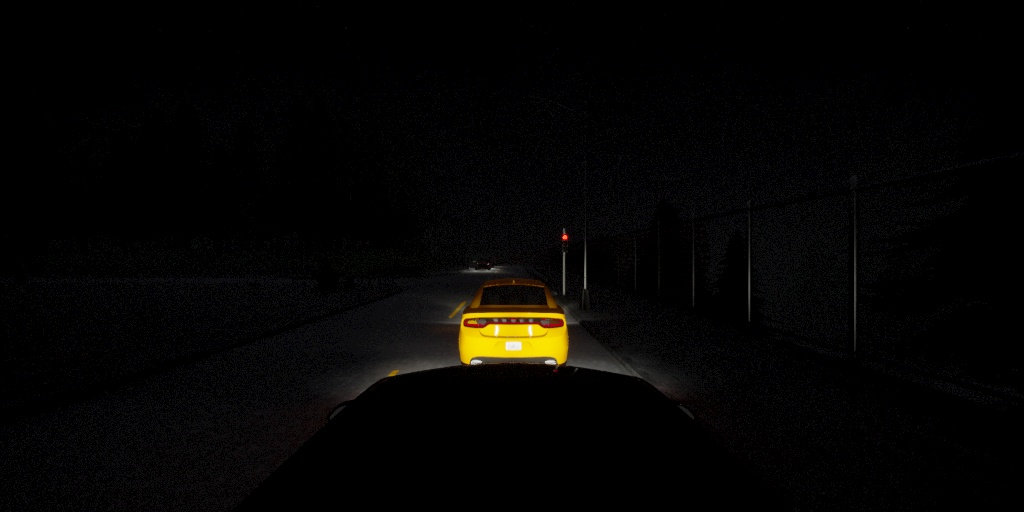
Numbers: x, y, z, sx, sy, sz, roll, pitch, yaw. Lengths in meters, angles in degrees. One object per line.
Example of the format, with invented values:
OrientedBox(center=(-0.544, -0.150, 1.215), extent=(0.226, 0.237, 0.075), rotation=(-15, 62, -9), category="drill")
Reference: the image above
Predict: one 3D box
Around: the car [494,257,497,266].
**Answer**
OrientedBox(center=(-4.108, 1.361, 62.224), extent=(1.895, 1.301, 4.718), rotation=(0, 0, 0), category="car")

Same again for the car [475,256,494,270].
OrientedBox(center=(-4.122, 1.111, 51.948), extent=(2.097, 1.767, 4.553), rotation=(0, 0, 0), category="car")

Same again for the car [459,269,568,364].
OrientedBox(center=(0.043, 1.229, 7.979), extent=(1.882, 1.535, 5.008), rotation=(0, 0, 0), category="car")
